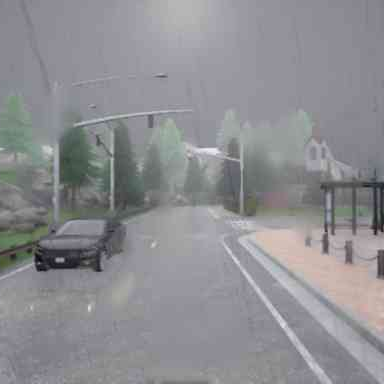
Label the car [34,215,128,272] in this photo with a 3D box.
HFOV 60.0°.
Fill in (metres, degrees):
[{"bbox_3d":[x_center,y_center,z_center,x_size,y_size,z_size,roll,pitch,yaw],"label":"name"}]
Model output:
[{"bbox_3d":[-3.510,1.580,11.373,1.882,1.535,5.008,0,-1,0],"label":"car"}]
